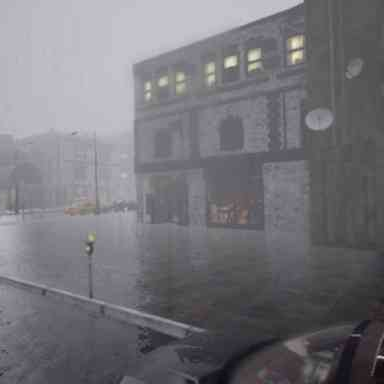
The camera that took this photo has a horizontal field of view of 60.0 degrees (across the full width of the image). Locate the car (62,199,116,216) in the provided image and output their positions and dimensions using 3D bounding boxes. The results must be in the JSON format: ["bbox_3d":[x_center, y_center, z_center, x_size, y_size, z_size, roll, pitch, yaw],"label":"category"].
[{"bbox_3d":[-10.036,1.490,32.111,1.752,1.417,4.829,-1,0,36],"label":"car"}]

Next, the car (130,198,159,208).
[{"bbox_3d":[-7.152,1.615,50.329,1.802,1.307,4.206,-1,0,36],"label":"car"}]

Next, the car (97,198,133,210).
[{"bbox_3d":[-10.506,1.612,45.715,1.752,1.417,4.829,-1,0,36],"label":"car"}]

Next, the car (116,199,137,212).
[{"bbox_3d":[-6.883,1.464,36.450,2.008,1.369,4.403,-1,0,36],"label":"car"}]

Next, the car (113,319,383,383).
[{"bbox_3d":[1.296,1.551,1.966,4.403,1.369,2.008,-1,-1,35],"label":"car"}]
